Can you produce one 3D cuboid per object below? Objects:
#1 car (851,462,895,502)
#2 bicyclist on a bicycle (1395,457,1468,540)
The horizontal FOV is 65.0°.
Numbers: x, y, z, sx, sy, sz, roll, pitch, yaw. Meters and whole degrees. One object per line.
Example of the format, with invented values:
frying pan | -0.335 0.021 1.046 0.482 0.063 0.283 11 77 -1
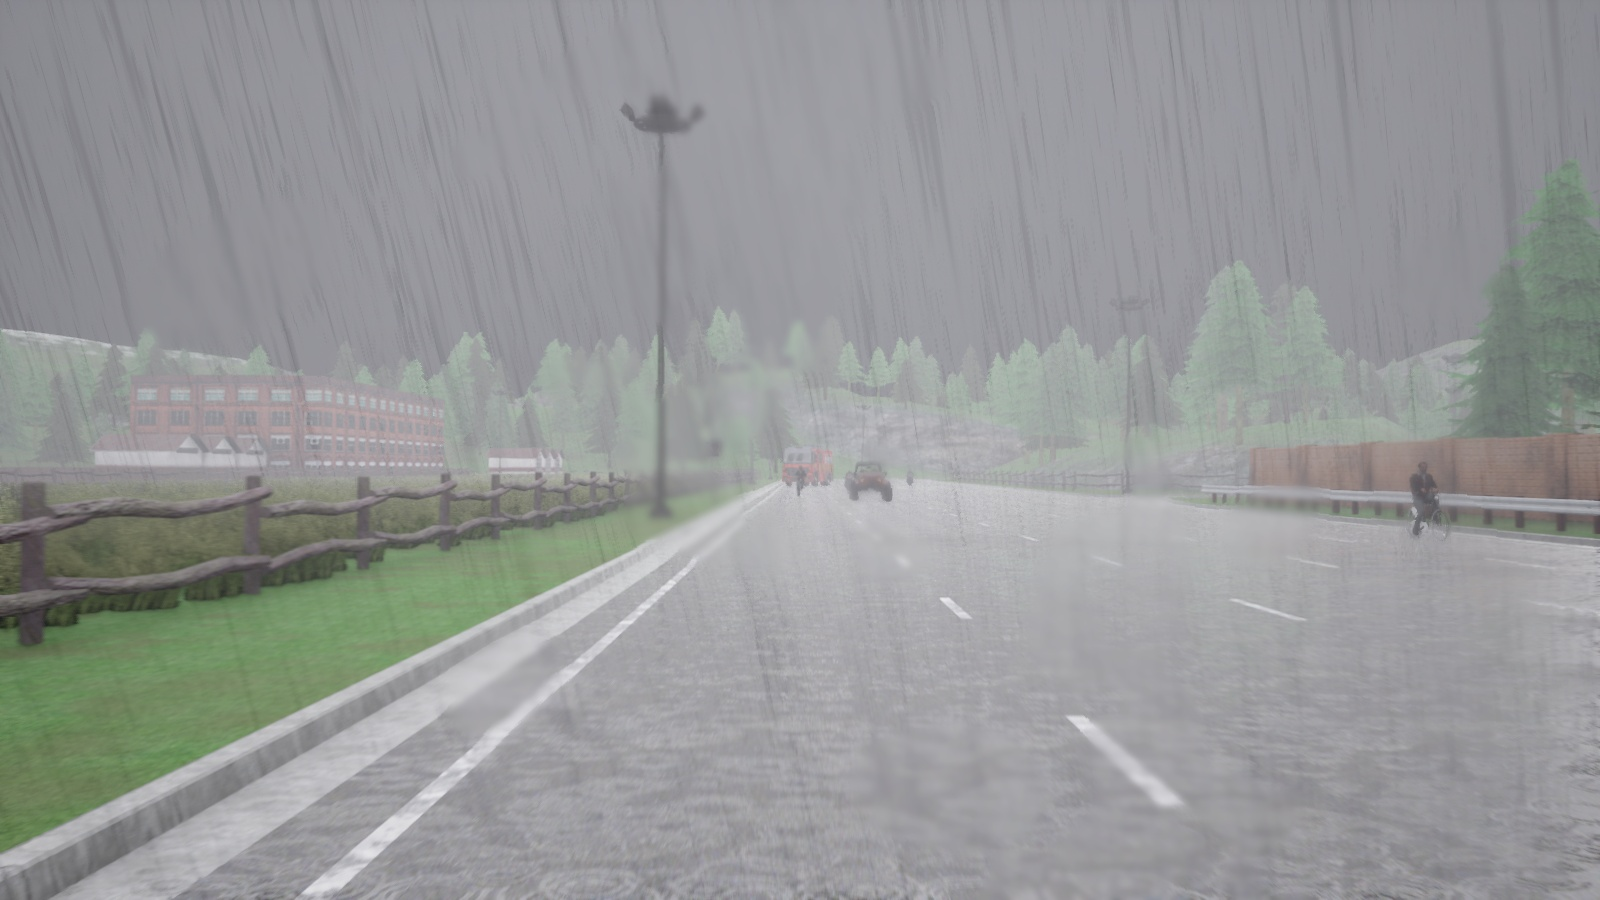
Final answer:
car | 3.564 1.553 61.943 1.905 1.878 3.866 0 -1 0
bicyclist on a bicycle | 14.026 1.062 27.949 0.659 1.776 1.843 0 -1 0
